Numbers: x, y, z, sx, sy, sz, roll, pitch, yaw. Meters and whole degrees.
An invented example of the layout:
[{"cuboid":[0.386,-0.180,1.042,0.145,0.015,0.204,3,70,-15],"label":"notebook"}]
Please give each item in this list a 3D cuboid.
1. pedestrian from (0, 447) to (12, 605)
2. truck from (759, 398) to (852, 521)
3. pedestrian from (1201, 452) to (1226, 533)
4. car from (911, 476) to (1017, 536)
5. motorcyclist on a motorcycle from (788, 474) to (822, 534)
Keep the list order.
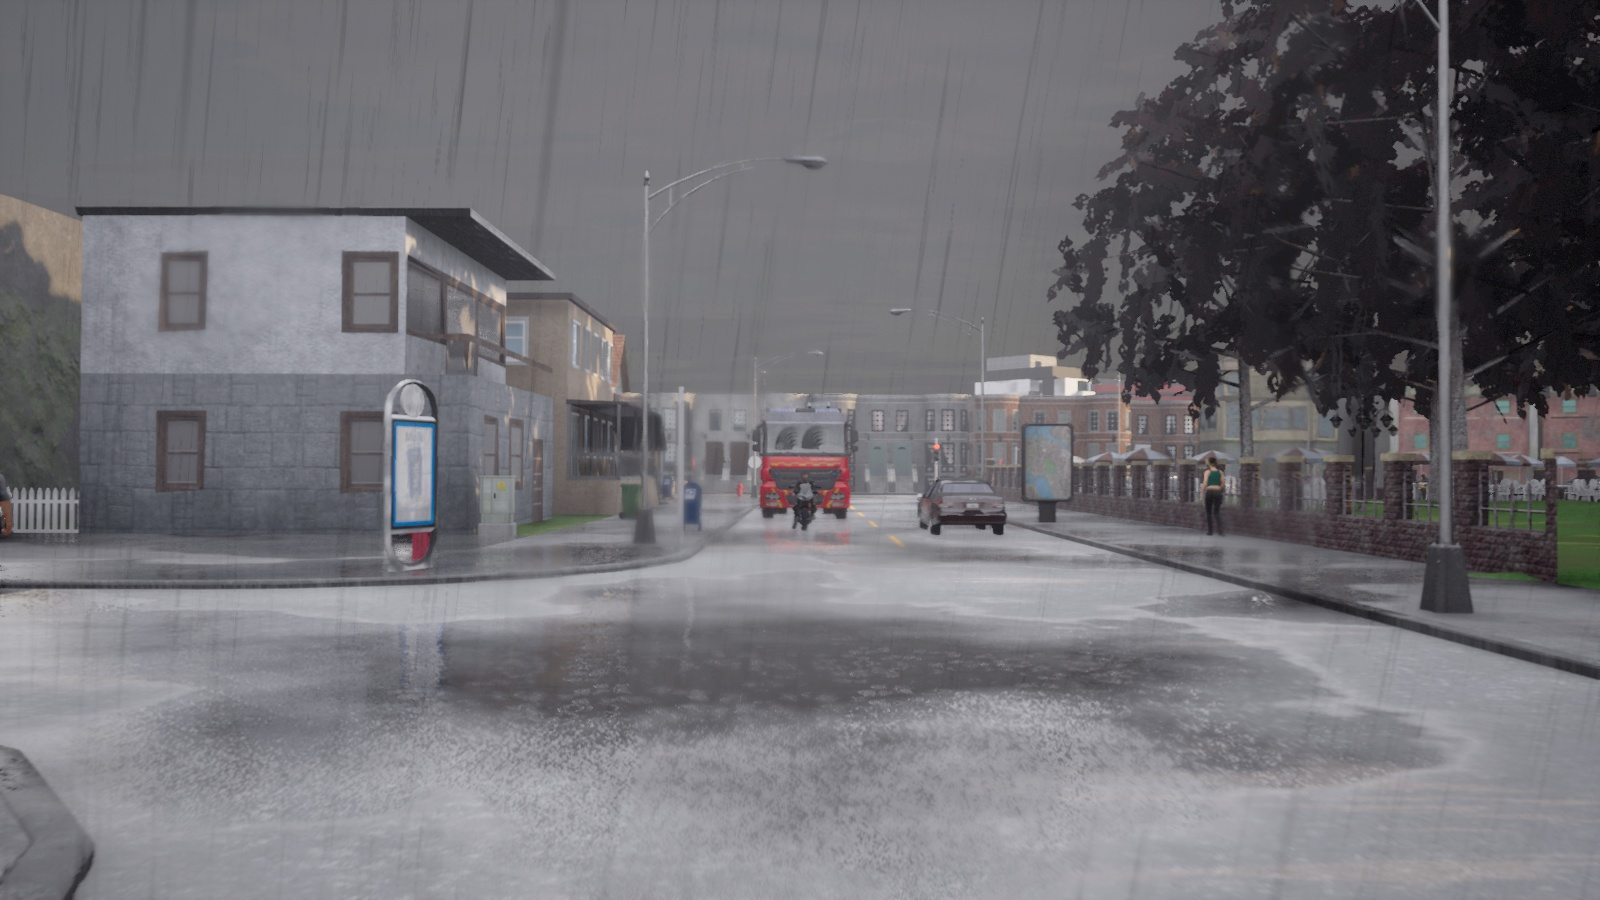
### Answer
[{"cuboid":[-9.729,0.895,14.907,0.540,1.848,0.694,0,-1,-24],"label":"pedestrian"},{"cuboid":[0.176,0.369,43.396,2.891,3.827,8.468,0,-1,0],"label":"truck"},{"cuboid":[9.467,0.963,28.769,0.345,1.836,0.594,0,-1,0],"label":"pedestrian"},{"cuboid":[4.138,1.385,32.552,2.033,1.411,5.357,0,-1,0],"label":"car"},{"cuboid":[0.138,1.404,33.452,0.866,1.530,2.191,0,-1,0],"label":"motorcyclist on a motorcycle"}]
